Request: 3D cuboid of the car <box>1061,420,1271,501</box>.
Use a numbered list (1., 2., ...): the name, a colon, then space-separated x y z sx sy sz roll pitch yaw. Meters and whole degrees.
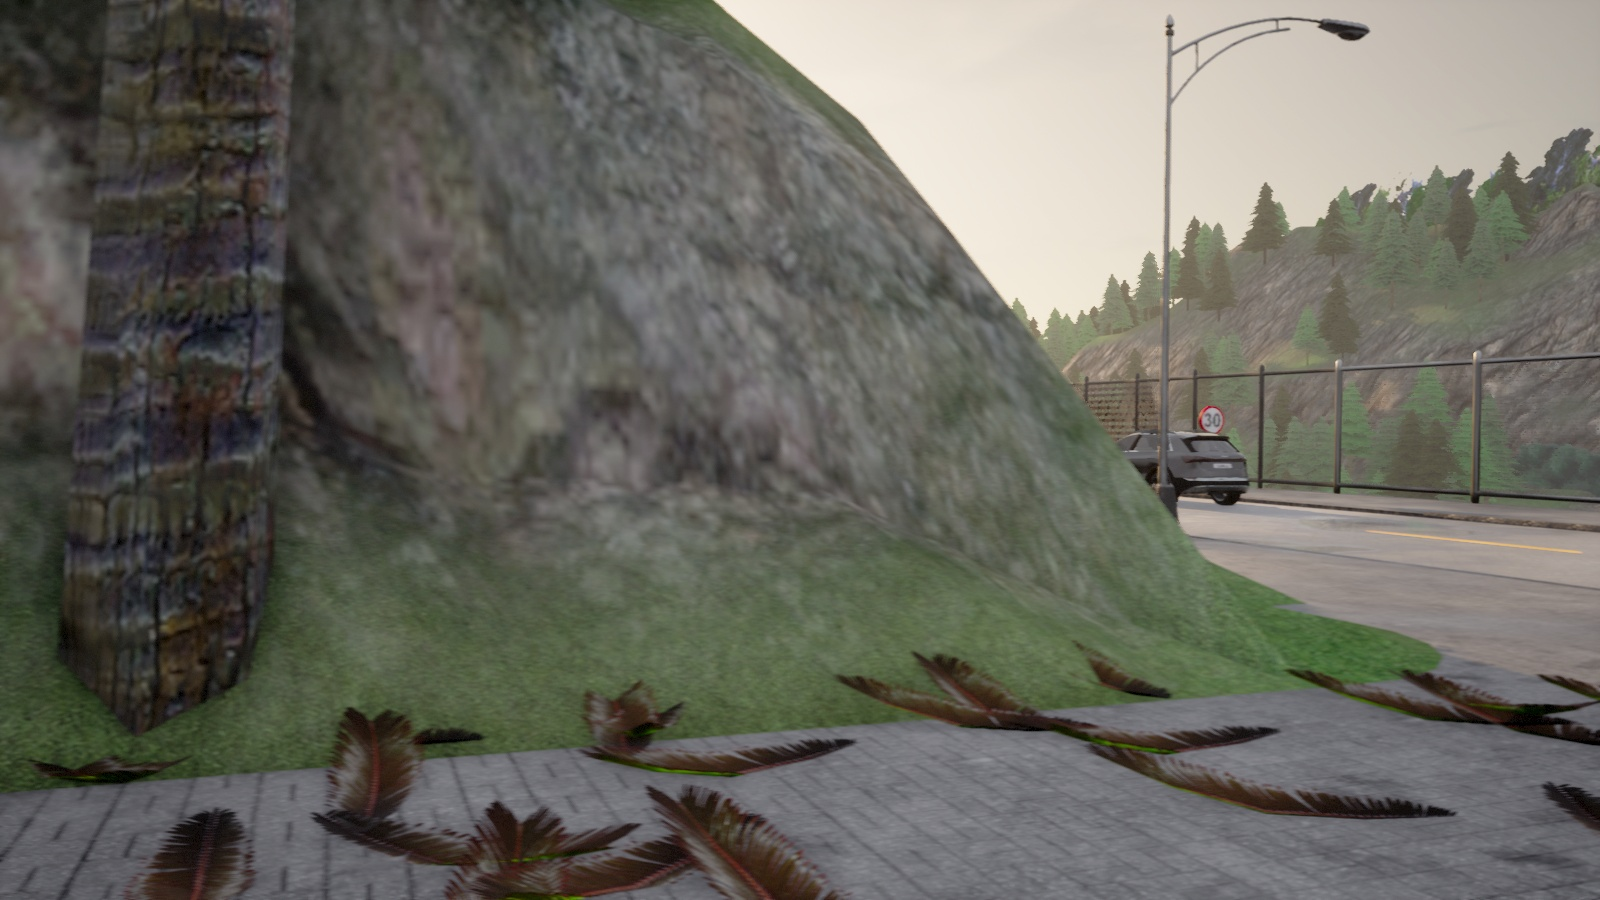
1. car: 8.109 0.180 28.377 2.033 1.649 4.856 -1 1 -21
